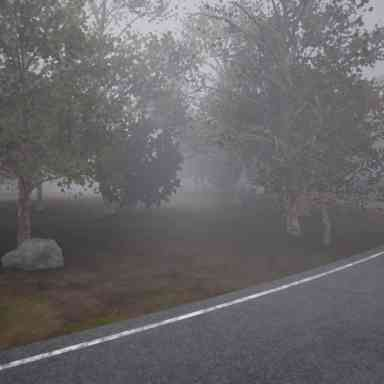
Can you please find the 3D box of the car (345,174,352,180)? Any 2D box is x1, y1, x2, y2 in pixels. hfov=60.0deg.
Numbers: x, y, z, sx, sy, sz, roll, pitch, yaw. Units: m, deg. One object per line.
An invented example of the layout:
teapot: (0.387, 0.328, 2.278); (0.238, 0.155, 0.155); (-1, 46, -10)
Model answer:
car: (30.438, -2.752, 67.355); (5.566, 2.045, 2.150); (-4, 3, -12)

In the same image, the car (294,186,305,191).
car: (13.627, -0.138, 45.092); (1.994, 1.385, 4.181); (-4, 3, -10)

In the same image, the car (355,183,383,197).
car: (21.032, -0.260, 37.477); (1.994, 1.385, 4.181); (-6, 4, -40)

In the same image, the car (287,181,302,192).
car: (17.321, -1.004, 55.990); (1.882, 1.535, 5.008); (-3, 3, 23)

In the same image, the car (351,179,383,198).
car: (19.692, -0.352, 34.175); (5.566, 2.045, 2.150); (-1, 4, 44)
